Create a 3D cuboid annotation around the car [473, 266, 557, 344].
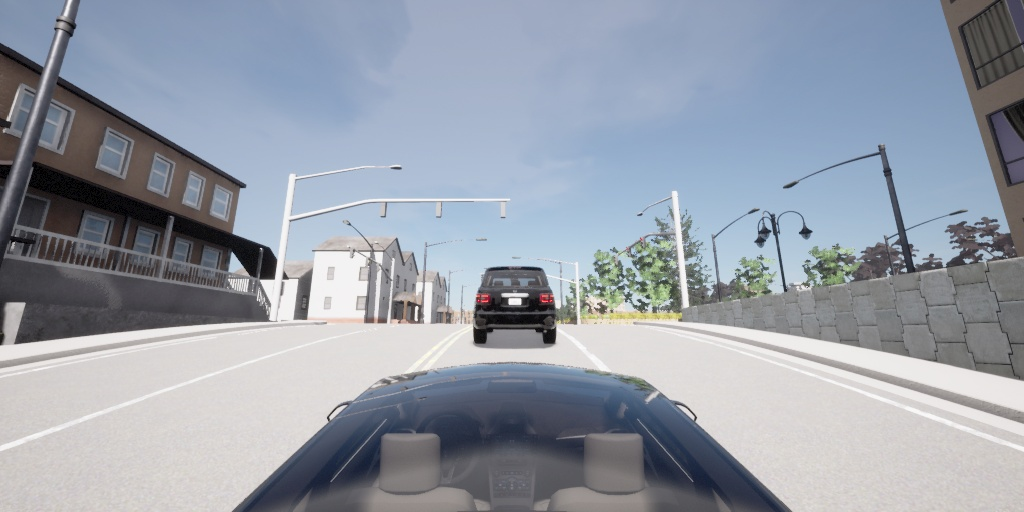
[{"bbox_3d":[0.079,1.502,11.188,2.150,2.045,5.566,0,-7,0],"label":"car"}]
